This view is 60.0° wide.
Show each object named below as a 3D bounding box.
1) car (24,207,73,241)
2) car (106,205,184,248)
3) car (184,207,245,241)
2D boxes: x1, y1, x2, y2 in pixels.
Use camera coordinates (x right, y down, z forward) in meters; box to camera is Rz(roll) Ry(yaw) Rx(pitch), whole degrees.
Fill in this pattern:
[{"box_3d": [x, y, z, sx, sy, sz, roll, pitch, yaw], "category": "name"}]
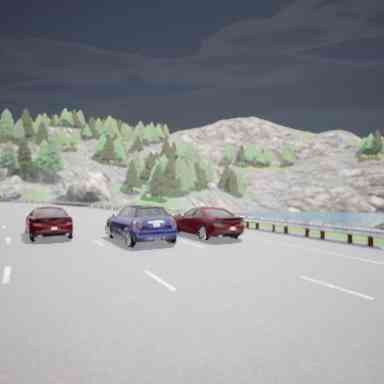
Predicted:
[{"box_3d": [-7.415, 1.501, 17.111, 1.882, 1.535, 5.008, 0, 0, -29], "category": "car"}, {"box_3d": [-2.461, 1.371, 15.382, 2.097, 1.767, 4.553, 0, 0, -28], "category": "car"}, {"box_3d": [0.649, 1.497, 17.022, 1.882, 1.535, 5.008, 0, 0, -28], "category": "car"}]
